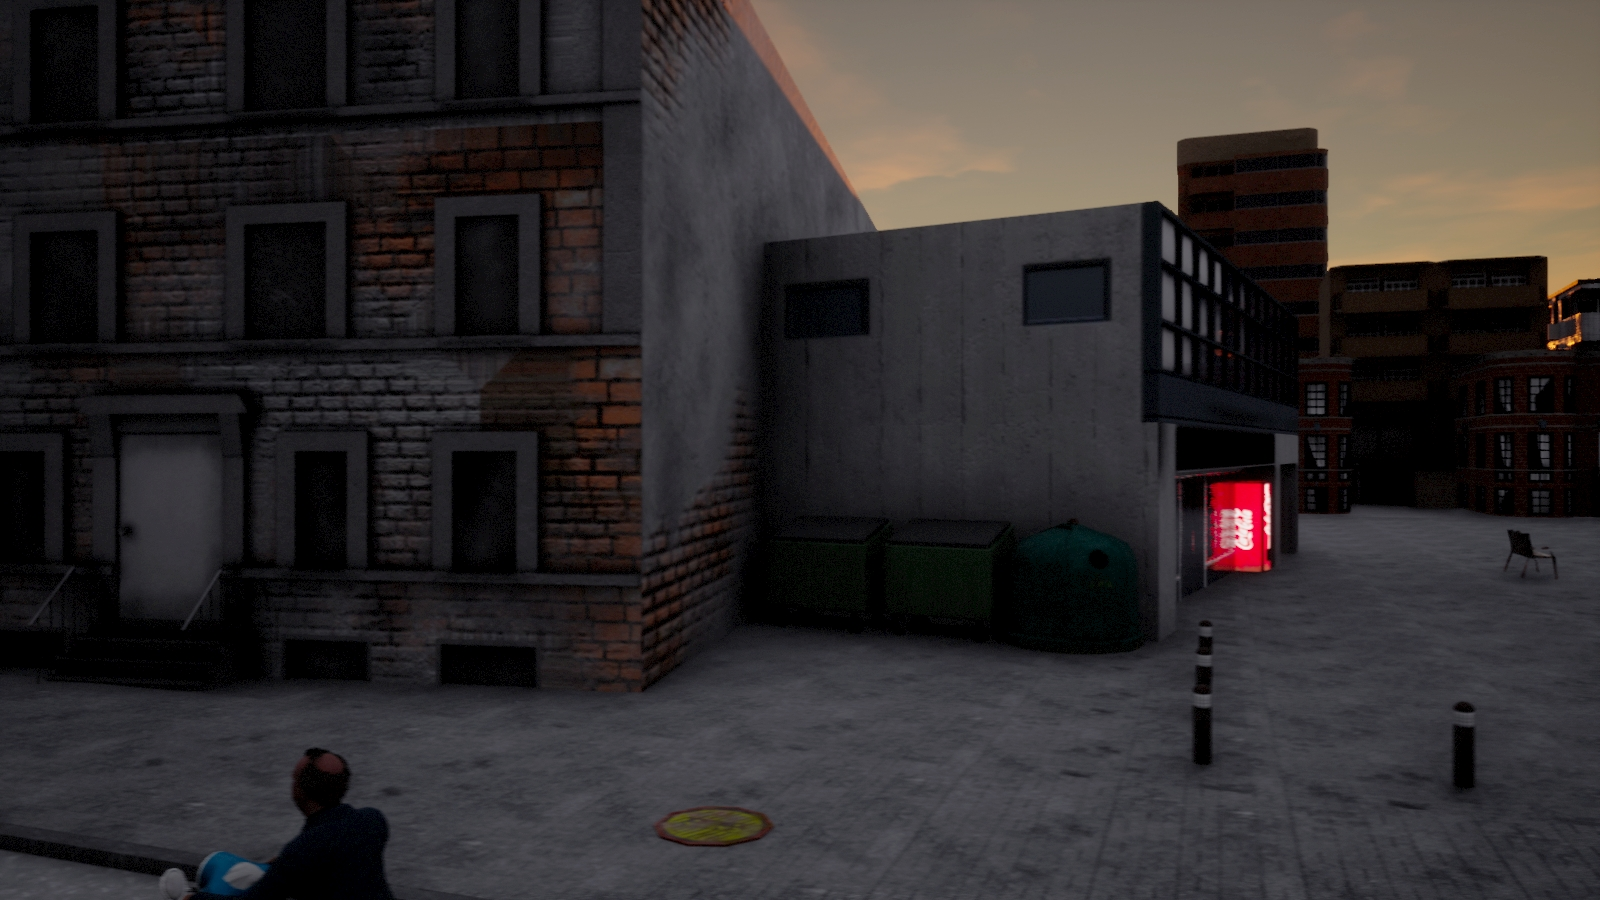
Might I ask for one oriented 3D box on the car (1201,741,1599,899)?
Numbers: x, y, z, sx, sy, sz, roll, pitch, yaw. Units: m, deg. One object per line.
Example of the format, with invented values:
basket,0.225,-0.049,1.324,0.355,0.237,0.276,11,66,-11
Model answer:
car,3.508,1.838,2.565,4.892,1.480,2.231,-1,0,20
